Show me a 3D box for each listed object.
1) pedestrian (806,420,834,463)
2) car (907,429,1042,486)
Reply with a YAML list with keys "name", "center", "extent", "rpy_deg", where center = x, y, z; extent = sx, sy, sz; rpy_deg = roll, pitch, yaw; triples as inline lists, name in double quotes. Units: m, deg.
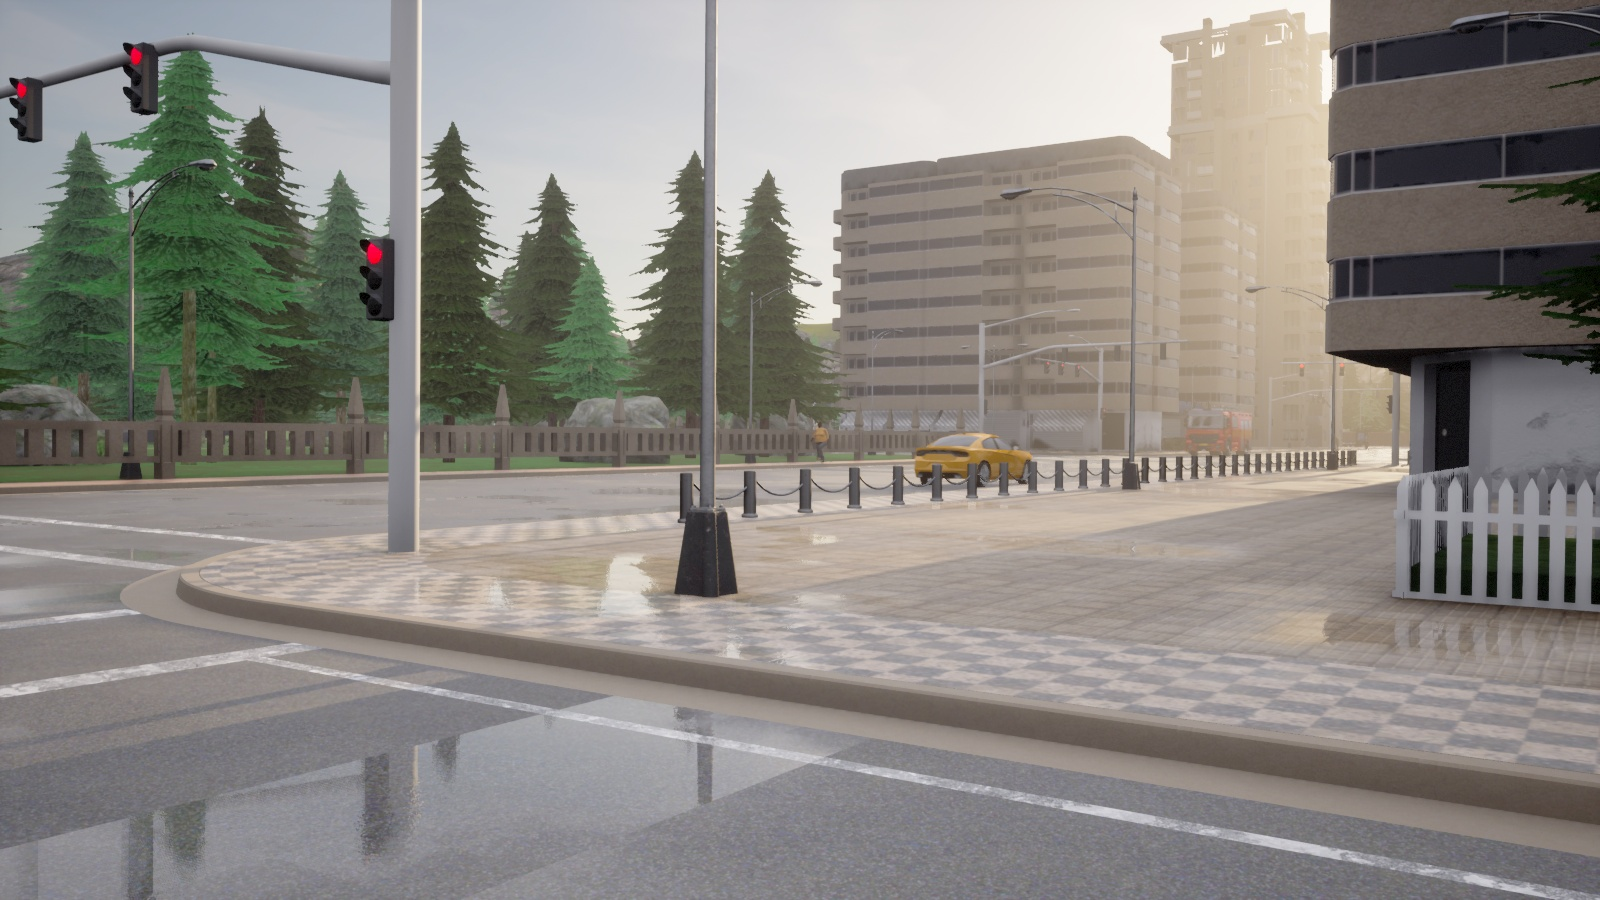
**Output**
- name: "pedestrian"
  center: [0.889, -0.374, 55.373]
  extent: [0.874, 1.855, 0.900]
  rpy_deg: [0, 1, 33]
- name: "car"
  center: [5.170, 0.162, 36.617]
  extent: [1.882, 1.535, 5.008]
  rpy_deg: [0, 1, 34]
